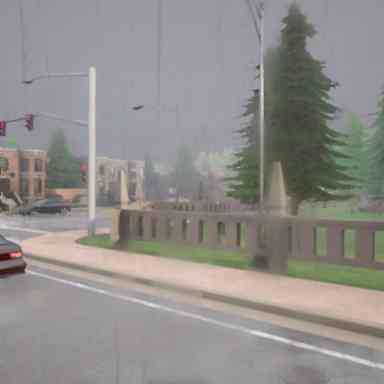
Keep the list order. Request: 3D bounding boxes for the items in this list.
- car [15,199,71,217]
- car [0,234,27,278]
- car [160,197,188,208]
[{"bbox_3d":[-13.510,1.434,30.443,1.837,1.490,4.892,0,0,36],"label":"car"},{"bbox_3d":[-6.370,1.522,8.947,5.357,1.411,2.033,0,0,41],"label":"car"},{"bbox_3d":[-2.463,1.413,45.796,1.882,1.535,5.008,0,0,36],"label":"car"}]
